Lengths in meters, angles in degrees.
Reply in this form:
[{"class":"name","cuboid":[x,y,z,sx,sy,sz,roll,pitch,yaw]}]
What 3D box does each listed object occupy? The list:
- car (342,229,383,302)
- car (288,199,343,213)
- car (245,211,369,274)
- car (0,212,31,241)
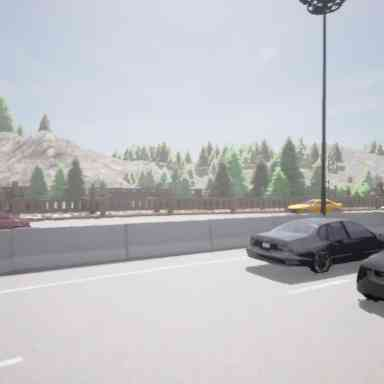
[{"class":"car","cuboid":[5.359,1.523,6.828,4.181,1.385,1.994,0,0,-30]},{"class":"car","cuboid":[10.673,1.365,28.819,5.008,1.535,1.882,0,0,-21]},{"class":"car","cuboid":[4.222,1.491,10.286,5.357,1.411,2.033,0,0,-29]},{"class":"car","cuboid":[-9.260,1.486,14.390,4.181,1.385,1.994,0,0,-34]}]
